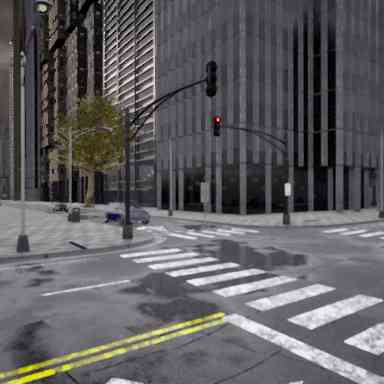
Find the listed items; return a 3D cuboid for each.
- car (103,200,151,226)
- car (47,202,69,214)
[{"bbox_3d":[-4.914,1.521,24.861,2.097,1.767,4.553,0,0,-35],"label":"car"},{"bbox_3d":[-16.554,1.922,41.261,1.994,1.385,4.181,0,0,-35],"label":"car"}]
